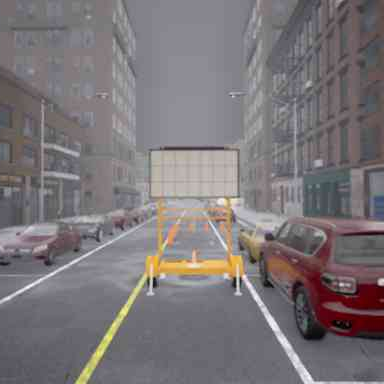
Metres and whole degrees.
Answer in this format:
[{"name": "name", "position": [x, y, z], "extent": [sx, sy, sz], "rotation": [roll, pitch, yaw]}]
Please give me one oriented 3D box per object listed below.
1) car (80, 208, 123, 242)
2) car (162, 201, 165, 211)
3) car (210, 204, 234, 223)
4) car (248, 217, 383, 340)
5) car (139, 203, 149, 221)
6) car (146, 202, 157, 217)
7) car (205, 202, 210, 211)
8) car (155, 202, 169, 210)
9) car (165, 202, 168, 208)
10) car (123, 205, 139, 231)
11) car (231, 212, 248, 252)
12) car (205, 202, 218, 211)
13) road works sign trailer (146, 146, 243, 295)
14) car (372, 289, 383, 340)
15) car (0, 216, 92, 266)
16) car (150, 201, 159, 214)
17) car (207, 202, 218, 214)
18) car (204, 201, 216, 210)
[{"name": "car", "position": [-5.271, 1.783, 17.692], "extent": [2.008, 1.369, 4.403], "rotation": [0, -1, 0]}, {"name": "car", "position": [-5.106, 2.105, 45.113], "extent": [1.752, 1.417, 4.829], "rotation": [0, -1, 0]}, {"name": "car", "position": [2.821, 1.932, 28.684], "extent": [1.802, 1.307, 4.206], "rotation": [0, -1, 0]}, {"name": "car", "position": [2.687, 1.392, 6.617], "extent": [2.192, 1.841, 5.009], "rotation": [0, -1, 0]}, {"name": "car", "position": [-5.204, 1.935, 28.728], "extent": [1.947, 1.339, 4.313], "rotation": [0, -1, 0]}, {"name": "car", "position": [-5.171, 1.989, 34.246], "extent": [2.008, 1.369, 4.403], "rotation": [0, -1, 0]}, {"name": "car", "position": [2.887, 2.018, 39.890], "extent": [1.752, 1.417, 4.829], "rotation": [0, -1, 0]}, {"name": "car", "position": [-5.039, 2.308, 56.319], "extent": [1.802, 1.307, 4.206], "rotation": [0, -1, 0]}, {"name": "car", "position": [-5.072, 2.094, 50.803], "extent": [1.967, 1.590, 4.097], "rotation": [0, -1, 0]}, {"name": "car", "position": [-5.237, 1.845, 23.211], "extent": [1.887, 1.381, 4.507], "rotation": [0, -1, 0]}, {"name": "car", "position": [2.718, 1.672, 12.300], "extent": [1.752, 1.417, 4.829], "rotation": [0, -1, 0]}, {"name": "car", "position": [2.953, 2.217, 50.755], "extent": [1.802, 1.307, 4.206], "rotation": [0, -1, 0]}, {"name": "road works sign trailer", "position": [0.062, 0.577, 9.010], "extent": [2.380, 3.560, 2.880], "rotation": [0, -1, 0]}, {"name": "car", "position": [2.655, 1.591, 1.095], "extent": [1.802, 1.307, 4.206], "rotation": [0, -1, 0]}, {"name": "car", "position": [-5.304, 1.746, 12.173], "extent": [1.802, 1.307, 4.206], "rotation": [0, -1, 0]}, {"name": "car", "position": [-5.139, 1.950, 39.766], "extent": [1.967, 1.590, 4.097], "rotation": [0, -1, 0]}, {"name": "car", "position": [2.854, 2.001, 34.201], "extent": [1.802, 1.307, 4.206], "rotation": [0, -1, 0]}, {"name": "car", "position": [2.986, 2.273, 56.273], "extent": [1.947, 1.339, 4.313], "rotation": [0, -1, 0]}]
